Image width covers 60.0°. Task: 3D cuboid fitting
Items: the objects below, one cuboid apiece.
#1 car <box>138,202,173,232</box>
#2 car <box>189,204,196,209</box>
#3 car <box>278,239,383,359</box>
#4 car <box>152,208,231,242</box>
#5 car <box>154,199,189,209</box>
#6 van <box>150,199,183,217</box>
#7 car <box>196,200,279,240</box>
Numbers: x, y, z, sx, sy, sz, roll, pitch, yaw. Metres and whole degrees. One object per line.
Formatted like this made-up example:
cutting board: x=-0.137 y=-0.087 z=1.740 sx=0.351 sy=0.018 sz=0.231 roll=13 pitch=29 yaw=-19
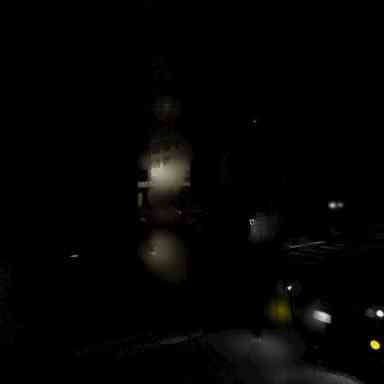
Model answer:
car: x=-3.360 y=1.705 z=22.113 sx=1.967 sy=1.590 sz=4.097 roll=-1 pitch=0 yaw=-35
car: x=0.292 y=1.804 z=31.682 sx=1.752 sy=1.417 sz=4.829 roll=-1 pitch=0 yaw=-35
car: x=3.447 y=1.563 z=5.814 sx=4.181 sy=1.385 sz=1.994 roll=0 pitch=0 yaw=-35
car: x=-0.162 y=1.778 z=17.630 sx=1.802 sy=1.307 sz=4.206 roll=-1 pitch=0 yaw=-35
car: x=-2.596 y=1.630 z=25.648 sx=2.097 sy=1.767 sz=4.553 roll=0 pitch=0 yaw=-35
van: x=-2.807 y=1.688 z=36.025 sx=1.690 sy=1.788 sz=3.998 roll=-1 pitch=0 yaw=-35
car: x=2.568 y=1.517 z=18.369 sx=2.097 sy=1.767 sz=4.553 roll=0 pitch=0 yaw=-35
